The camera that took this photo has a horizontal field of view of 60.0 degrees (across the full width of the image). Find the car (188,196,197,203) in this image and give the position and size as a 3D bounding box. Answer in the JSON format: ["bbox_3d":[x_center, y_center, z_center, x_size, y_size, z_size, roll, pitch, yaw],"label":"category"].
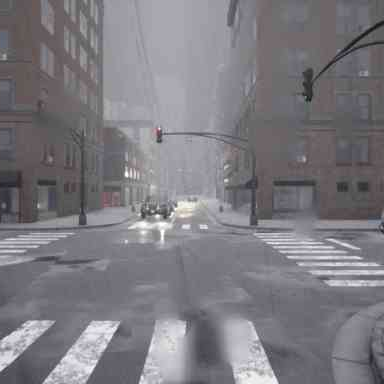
[{"bbox_3d":[0.067,1.519,69.997,2.128,1.511,4.902,0,0,0],"label":"car"}]

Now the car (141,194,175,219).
[{"bbox_3d":[-3.102,1.236,29.748,2.150,2.045,5.566,0,0,2],"label":"car"}]

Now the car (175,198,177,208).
[{"bbox_3d":[-3.122,1.546,39.421,1.812,1.442,4.674,0,0,0],"label":"car"}]

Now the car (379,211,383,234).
[{"bbox_3d":[11.040,1.617,14.647,4.718,1.301,1.895,0,0,2],"label":"car"}]
